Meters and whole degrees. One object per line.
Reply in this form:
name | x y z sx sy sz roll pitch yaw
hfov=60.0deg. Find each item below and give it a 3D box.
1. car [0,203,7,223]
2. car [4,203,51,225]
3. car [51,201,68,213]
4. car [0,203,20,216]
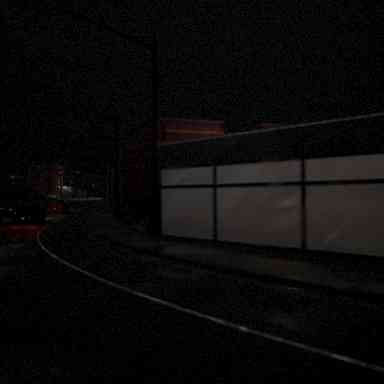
car | -16.515 1.530 25.876 2.150 2.045 5.566 0 -1 -15
car | -13.222 1.794 27.077 2.128 1.511 4.902 0 -1 -15
car | -17.408 1.922 43.379 1.882 1.535 5.008 0 0 -12
car | -21.970 1.998 39.406 1.994 1.385 4.181 0 0 -40
